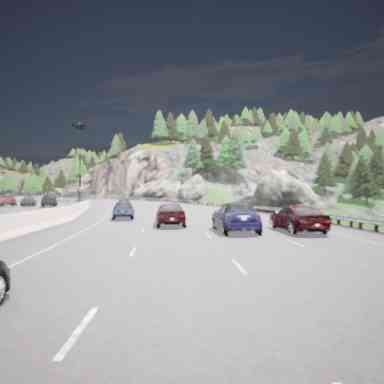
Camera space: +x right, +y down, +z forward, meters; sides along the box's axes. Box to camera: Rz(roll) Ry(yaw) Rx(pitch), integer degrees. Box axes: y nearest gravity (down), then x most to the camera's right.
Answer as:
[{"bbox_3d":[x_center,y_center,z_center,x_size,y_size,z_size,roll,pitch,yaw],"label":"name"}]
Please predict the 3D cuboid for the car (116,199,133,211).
[{"bbox_3d":[-8.875,1.696,43.637,1.994,1.385,4.181,0,0,-15],"label":"car"}]

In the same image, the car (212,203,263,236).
[{"bbox_3d":[2.443,1.394,19.052,2.097,1.767,4.553,0,0,-6],"label":"car"}]

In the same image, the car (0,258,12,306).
[{"bbox_3d":[-4.632,1.530,5.011,1.837,1.490,4.892,0,0,-2],"label":"car"}]

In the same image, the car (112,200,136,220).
[{"bbox_3d":[-5.971,1.636,29.236,2.033,1.411,5.357,0,0,-9],"label":"car"}]

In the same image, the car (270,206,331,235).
[{"bbox_3d":[5.981,1.510,18.958,1.882,1.535,5.008,0,0,-6],"label":"car"}]

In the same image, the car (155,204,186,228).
[{"bbox_3d":[-1.534,1.539,23.014,1.882,1.535,5.008,0,0,-7],"label":"car"}]
